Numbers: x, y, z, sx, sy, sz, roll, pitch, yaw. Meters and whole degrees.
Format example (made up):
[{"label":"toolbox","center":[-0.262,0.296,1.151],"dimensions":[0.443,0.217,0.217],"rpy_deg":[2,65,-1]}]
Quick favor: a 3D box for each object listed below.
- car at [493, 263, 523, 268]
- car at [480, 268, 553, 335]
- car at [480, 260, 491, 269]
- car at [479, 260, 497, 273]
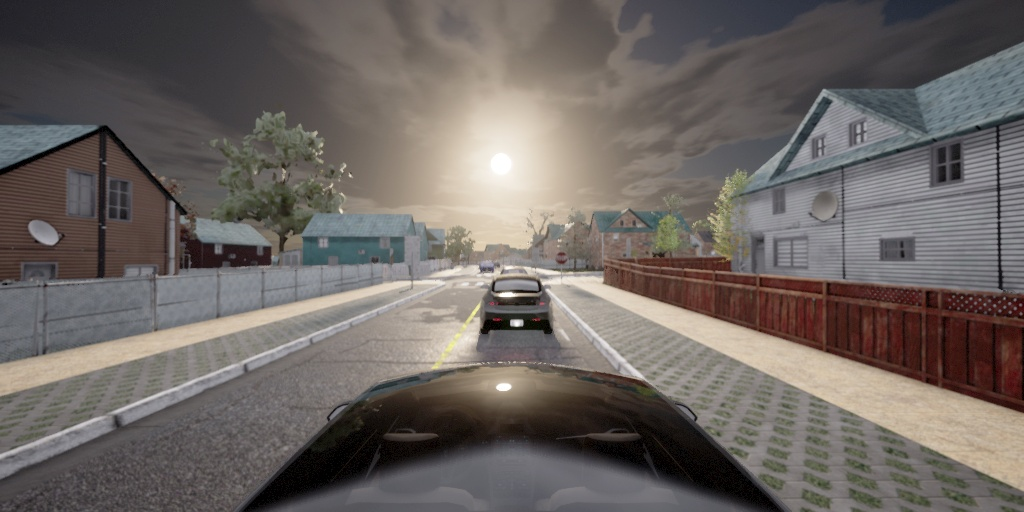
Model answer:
[{"label":"car","center":[0.087,1.338,20.555],"dimensions":[2.033,1.411,5.357],"rpy_deg":[0,0,-2]},{"label":"car","center":[0.120,1.272,10.573],"dimensions":[1.837,1.490,4.892],"rpy_deg":[0,0,0]},{"label":"car","center":[-4.844,1.548,64.650],"dimensions":[1.882,1.535,5.008],"rpy_deg":[0,-1,-7]},{"label":"car","center":[-3.330,1.423,48.127],"dimensions":[1.882,1.535,5.008],"rpy_deg":[0,0,-4]}]
